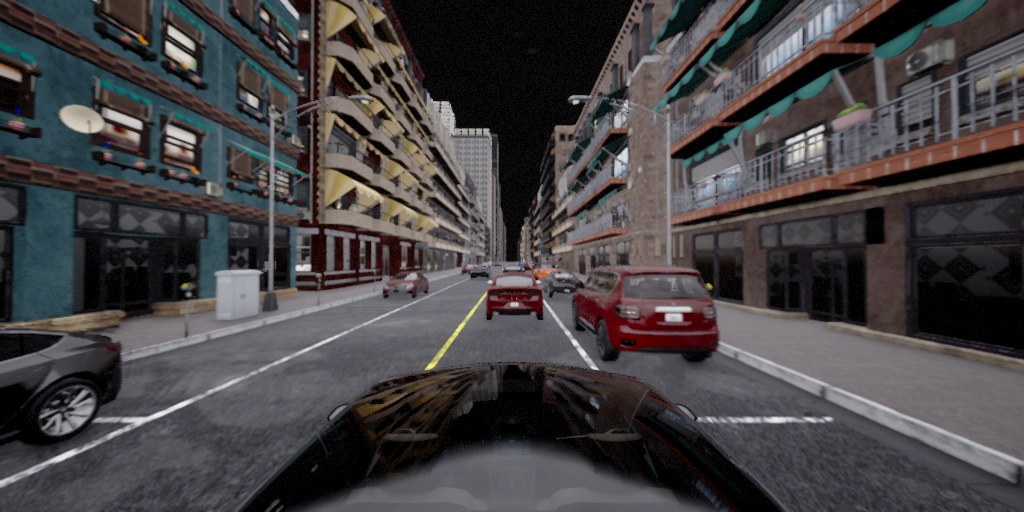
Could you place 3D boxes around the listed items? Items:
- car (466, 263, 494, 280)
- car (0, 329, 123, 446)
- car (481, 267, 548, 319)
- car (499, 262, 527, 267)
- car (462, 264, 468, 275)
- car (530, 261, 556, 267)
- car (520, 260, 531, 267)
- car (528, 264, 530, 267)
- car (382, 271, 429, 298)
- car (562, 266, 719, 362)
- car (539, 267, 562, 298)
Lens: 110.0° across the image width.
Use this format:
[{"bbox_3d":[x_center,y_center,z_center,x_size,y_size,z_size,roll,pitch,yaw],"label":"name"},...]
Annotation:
[{"bbox_3d":[-3.105,1.696,36.137,1.895,1.301,4.718,0,-1,0],"label":"car"},{"bbox_3d":[-5.691,1.325,2.661,1.948,1.339,4.313,0,0,0],"label":"car"},{"bbox_3d":[0.087,1.344,13.444,1.882,1.535,5.008,0,0,0],"label":"car"},{"bbox_3d":[0.089,1.532,31.998,1.882,1.535,5.008,0,-1,0],"label":"car"},{"bbox_3d":[-5.700,1.763,48.118,1.888,1.381,4.507,0,0,0],"label":"car"},{"bbox_3d":[3.106,1.416,32.927,2.097,1.767,4.553,0,-1,0],"label":"car"},{"bbox_3d":[2.678,1.592,53.805,2.192,1.841,5.009,0,0,0],"label":"car"},{"bbox_3d":[3.137,1.639,39.955,1.837,1.490,4.892,0,-1,0],"label":"car"},{"bbox_3d":[-5.694,1.511,19.708,1.802,1.307,4.207,0,0,0],"label":"car"},{"bbox_3d":[2.689,1.131,8.348,2.192,1.841,5.009,0,0,0],"label":"car"},{"bbox_3d":[2.686,1.481,19.713,2.007,1.370,4.403,0,0,0],"label":"car"}]
